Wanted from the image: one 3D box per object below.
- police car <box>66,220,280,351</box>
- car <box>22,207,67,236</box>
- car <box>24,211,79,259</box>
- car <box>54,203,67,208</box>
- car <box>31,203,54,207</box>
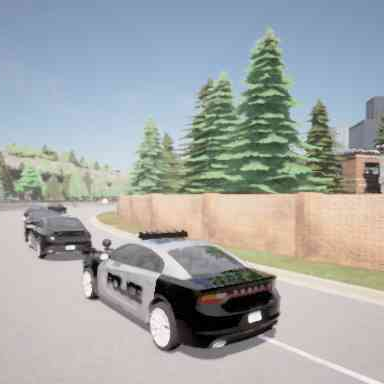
[{"bbox_3d":[-0.684,1.588,6.780,1.930,1.638,5.238,2,-2,-38],"label":"police car"},{"bbox_3d":[-8.206,1.790,18.316,1.882,1.535,5.008,2,-2,-29],"label":"car"},{"bbox_3d":[-5.577,1.753,13.817,1.837,1.490,4.892,2,-2,-32],"label":"car"},{"bbox_3d":[-18.990,2.290,46.690,1.882,1.535,5.008,1,-1,-6],"label":"car"},{"bbox_3d":[-16.490,2.148,35.470,1.994,1.385,4.181,1,-1,-13],"label":"car"}]
